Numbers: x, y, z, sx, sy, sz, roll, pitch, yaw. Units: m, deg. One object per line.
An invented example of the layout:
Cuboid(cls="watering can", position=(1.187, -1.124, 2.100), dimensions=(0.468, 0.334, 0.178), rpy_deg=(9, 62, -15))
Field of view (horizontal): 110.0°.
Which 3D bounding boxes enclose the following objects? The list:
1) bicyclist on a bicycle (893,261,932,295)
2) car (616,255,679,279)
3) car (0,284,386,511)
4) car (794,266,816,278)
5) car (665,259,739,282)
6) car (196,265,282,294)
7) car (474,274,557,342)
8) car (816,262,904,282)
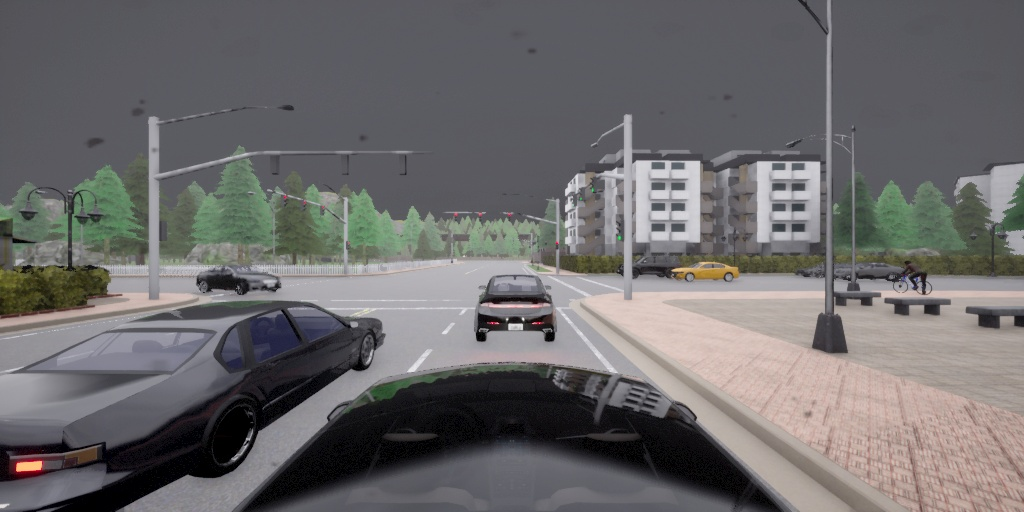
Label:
Cuboid(cls="bicyclist on a bicycle", position=(19.391, 1.051, 17.395), dimensions=(0.582, 1.620, 1.656), rpy_deg=(0, 0, -3))
Cuboid(cls="car", position=(12.213, 0.971, 31.977), dimensions=(5.566, 2.045, 2.150), rpy_deg=(0, 0, -2))
Cuboid(cls="car", position=(-3.444, 1.297, 4.672), dimensions=(2.033, 1.411, 5.357), rpy_deg=(0, 0, 1))
Cuboid(cls="car", position=(28.462, 1.297, 31.805), dimensions=(5.357, 1.411, 2.033), rpy_deg=(0, 0, 8))
Cuboid(cls="car", position=(15.296, 1.228, 28.569), dimensions=(5.008, 1.535, 1.882), rpy_deg=(0, 0, -2))
Cuboid(cls="car", position=(-14.566, 1.242, 19.166), dimensions=(4.902, 1.511, 2.128), rpy_deg=(0, 0, 21))
Cuboid(cls="car", position=(0.084, 1.242, 9.771), dimensions=(2.128, 1.511, 4.902), rpy_deg=(0, 0, 0))
Cuboid(cls="car", position=(27.683, 1.242, 28.303), dimensions=(4.902, 1.511, 2.128), rpy_deg=(0, 0, 8))
